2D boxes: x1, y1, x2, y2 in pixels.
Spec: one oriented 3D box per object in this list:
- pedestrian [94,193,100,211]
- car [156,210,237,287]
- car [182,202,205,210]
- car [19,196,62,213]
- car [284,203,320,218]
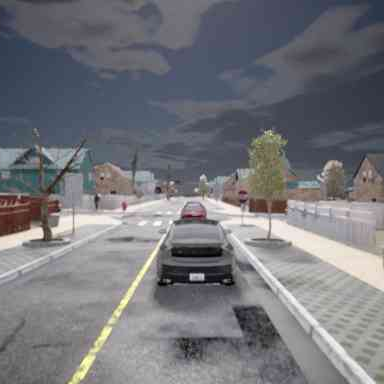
[{"bbox_3d":[-9.614,0.969,33.566,0.375,1.860,0.375,0,-2,0],"label":"pedestrian"},{"bbox_3d":[0.100,1.486,9.274,1.837,1.490,4.892,0,0,0],"label":"car"},{"bbox_3d":[0.130,1.524,26.909,1.994,1.385,4.181,1,0,0],"label":"car"},{"bbox_3d":[-13.435,1.137,27.707,5.008,1.535,1.882,1,-1,0],"label":"car"},{"bbox_3d":[11.039,1.728,30.615,5.008,1.535,1.882,1,-1,-1],"label":"car"}]
